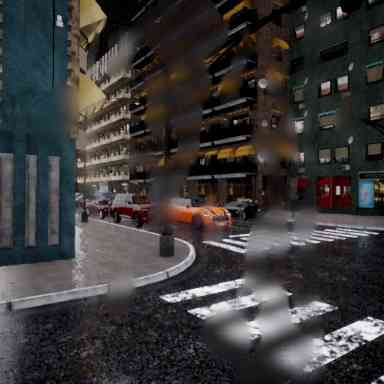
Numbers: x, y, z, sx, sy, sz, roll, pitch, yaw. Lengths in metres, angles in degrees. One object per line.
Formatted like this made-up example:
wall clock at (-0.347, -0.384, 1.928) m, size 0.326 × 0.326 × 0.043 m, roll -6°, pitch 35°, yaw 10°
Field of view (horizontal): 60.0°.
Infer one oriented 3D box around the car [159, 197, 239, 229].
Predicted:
car at (0.277, 1.127, 19.885) m, size 2.097 × 1.767 × 4.553 m, roll 1°, pitch 0°, yaw -37°

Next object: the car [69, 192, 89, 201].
car at (-19.293, 0.770, 56.770) m, size 1.887 × 1.381 × 4.507 m, roll 2°, pitch 0°, yaw -36°

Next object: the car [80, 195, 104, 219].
car at (-6.507, 1.183, 24.814) m, size 1.887 × 1.381 × 4.507 m, roll 2°, pitch 0°, yaw -36°

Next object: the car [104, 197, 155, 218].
car at (-5.321, 1.185, 27.576) m, size 2.033 × 1.411 × 5.357 m, roll 1°, pitch 0°, yaw -36°

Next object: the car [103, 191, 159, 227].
car at (-3.235, 1.034, 20.302) m, size 2.192 × 1.841 × 5.009 m, roll 2°, pitch 0°, yaw -36°

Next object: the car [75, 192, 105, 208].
car at (-11.202, 1.018, 35.712) m, size 1.812 × 1.442 × 4.674 m, roll 1°, pitch 1°, yaw -36°

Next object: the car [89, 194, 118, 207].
car at (-10.849, 1.027, 40.668) m, size 1.994 × 1.385 × 4.181 m, roll 1°, pitch 0°, yaw -36°

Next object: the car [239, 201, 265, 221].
car at (3.569, 1.354, 25.183) m, size 1.947 × 1.339 × 4.313 m, roll 2°, pitch 0°, yaw -36°

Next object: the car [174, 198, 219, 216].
car at (0.303, 1.289, 29.696) m, size 1.802 × 1.307 × 4.206 m, roll 2°, pitch 0°, yaw -36°
